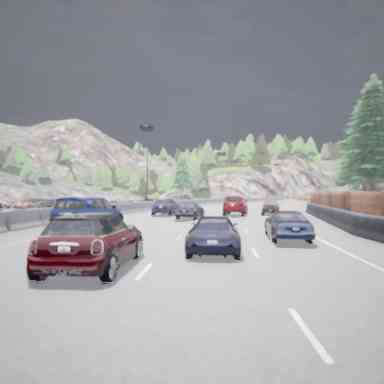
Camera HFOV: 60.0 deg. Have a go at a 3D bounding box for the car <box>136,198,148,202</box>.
[{"bbox_3d":[-10.684,1.910,74.963,1.895,1.301,4.718,0,0,26],"label":"car"}]

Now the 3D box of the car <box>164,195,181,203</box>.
[{"bbox_3d":[-4.560,1.660,79.327,2.097,1.767,4.553,0,0,27],"label":"car"}]

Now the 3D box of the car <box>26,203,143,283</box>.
[{"bbox_3d":[-2.907,1.391,10.034,2.097,1.767,4.553,0,0,4],"label":"car"}]

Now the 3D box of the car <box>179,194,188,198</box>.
[{"bbox_3d":[-2.350,1.570,76.005,2.150,2.045,5.566,0,0,26],"label":"car"}]

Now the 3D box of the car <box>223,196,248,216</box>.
[{"bbox_3d":[4.546,1.395,34.614,2.150,2.045,5.566,0,0,14],"label":"car"}]

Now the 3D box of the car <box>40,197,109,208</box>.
[{"bbox_3d":[-5.603,1.291,18.239,2.150,2.045,5.566,0,0,8],"label":"car"}]

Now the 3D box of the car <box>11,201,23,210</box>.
[{"bbox_3d":[-19.458,1.486,40.147,2.097,1.767,4.553,0,0,14],"label":"car"}]

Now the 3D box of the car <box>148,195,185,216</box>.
[{"bbox_3d":[-2.589,1.506,34.761,2.097,1.767,4.553,0,0,13],"label":"car"}]

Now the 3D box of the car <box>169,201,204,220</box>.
[{"bbox_3d":[-0.146,1.686,29.891,2.033,1.411,5.357,0,0,12],"label":"car"}]

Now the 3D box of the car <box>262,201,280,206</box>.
[{"bbox_3d":[8.671,1.719,36.503,1.812,1.442,4.674,0,0,15],"label":"car"}]

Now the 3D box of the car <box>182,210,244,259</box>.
[{"bbox_3d":[0.864,1.627,12.979,1.994,1.385,4.181,0,0,5],"label":"car"}]

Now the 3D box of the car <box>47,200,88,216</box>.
[{"bbox_3d":[-13.317,1.656,35.881,1.812,1.442,4.674,0,0,14],"label":"car"}]

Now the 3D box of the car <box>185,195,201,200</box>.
[{"bbox_3d":[0.917,1.917,74.695,1.895,1.301,4.718,0,0,26],"label":"car"}]

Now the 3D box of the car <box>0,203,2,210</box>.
[{"bbox_3d":[-23.734,1.587,37.340,1.882,1.535,5.008,0,-1,13],"label":"car"}]

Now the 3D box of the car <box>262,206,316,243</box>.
[{"bbox_3d":[4.729,1.638,16.636,2.033,1.411,5.357,0,0,7],"label":"car"}]

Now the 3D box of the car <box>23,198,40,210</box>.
[{"bbox_3d":[-16.412,1.638,37.932,1.837,1.490,4.892,0,-1,14],"label":"car"}]
